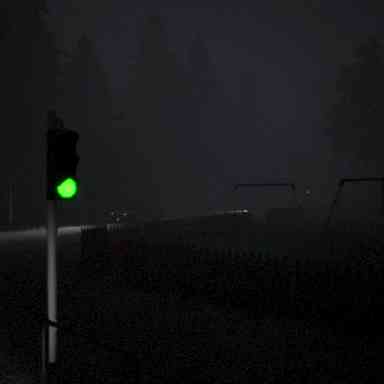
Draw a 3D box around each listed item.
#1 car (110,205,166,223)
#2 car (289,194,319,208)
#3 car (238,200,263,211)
[{"bbox_3d":[-4.314,1.746,26.917,1.895,1.301,4.718,-1,0,36],"label":"car"},{"bbox_3d":[15.915,1.326,47.229,5.566,2.045,2.150,1,-1,-44],"label":"car"},{"bbox_3d":[7.670,1.709,43.602,1.994,1.385,4.181,-1,0,36],"label":"car"}]
